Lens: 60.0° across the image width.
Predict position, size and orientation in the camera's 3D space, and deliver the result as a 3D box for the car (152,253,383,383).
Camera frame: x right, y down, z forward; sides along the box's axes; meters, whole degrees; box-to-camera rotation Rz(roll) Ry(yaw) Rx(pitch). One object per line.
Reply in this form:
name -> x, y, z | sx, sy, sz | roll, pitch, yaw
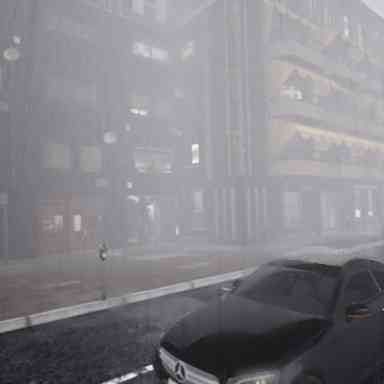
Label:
car -> 1.678, 1.665, 4.660 | 4.674, 1.442, 1.812 | 0, -3, -39
